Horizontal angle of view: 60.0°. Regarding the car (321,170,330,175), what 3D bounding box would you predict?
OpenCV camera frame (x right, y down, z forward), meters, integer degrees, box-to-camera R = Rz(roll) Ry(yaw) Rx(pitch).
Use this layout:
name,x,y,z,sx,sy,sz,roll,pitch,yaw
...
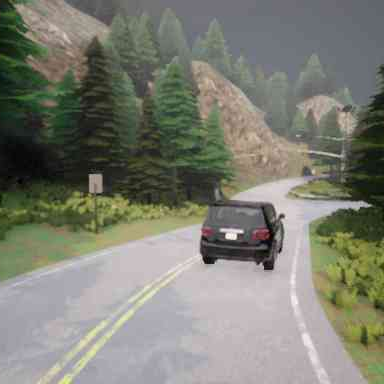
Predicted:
name,x,y,z,sx,sy,sz,roll,pitch,yaw
car,32.277,-4.714,76.078,5.357,1.411,2.033,-6,6,-16

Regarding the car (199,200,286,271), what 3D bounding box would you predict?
name,x,y,z,sx,sy,sz,roll,pitch,yaw
car,1.940,1.295,11.600,2.150,2.045,5.566,2,1,19
